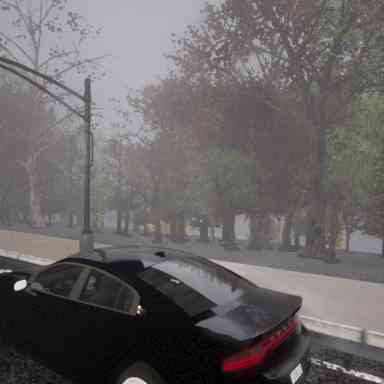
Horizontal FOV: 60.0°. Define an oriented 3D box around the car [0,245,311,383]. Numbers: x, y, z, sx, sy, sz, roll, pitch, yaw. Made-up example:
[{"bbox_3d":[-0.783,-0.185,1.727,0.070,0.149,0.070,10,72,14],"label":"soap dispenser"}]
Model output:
[{"bbox_3d":[-1.046,1.477,4.488,5.008,1.535,1.882,0,0,36],"label":"car"}]
